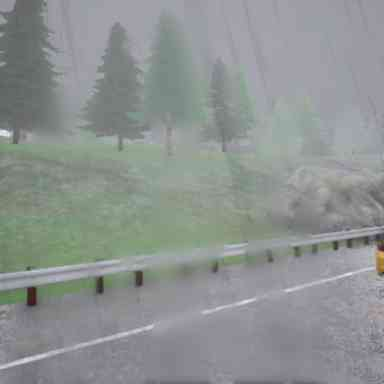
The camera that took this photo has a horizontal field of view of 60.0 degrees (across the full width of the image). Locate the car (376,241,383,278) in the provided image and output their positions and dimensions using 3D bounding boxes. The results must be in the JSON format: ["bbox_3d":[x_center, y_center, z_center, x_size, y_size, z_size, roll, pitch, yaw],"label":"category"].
[{"bbox_3d":[6.665,1.477,8.505,5.008,1.535,1.882,0,0,-36],"label":"car"}]
